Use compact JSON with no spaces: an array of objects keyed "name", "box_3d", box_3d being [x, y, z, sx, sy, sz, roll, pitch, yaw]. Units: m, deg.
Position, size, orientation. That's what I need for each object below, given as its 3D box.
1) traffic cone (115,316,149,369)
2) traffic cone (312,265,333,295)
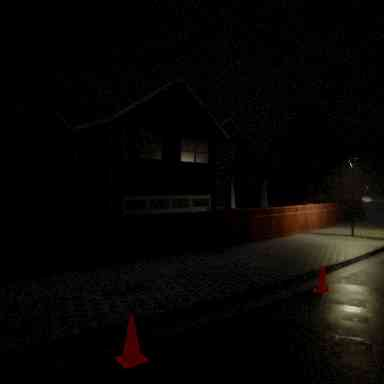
[{"name":"traffic cone","box_3d":[-0.808,1.955,4.443,0.340,0.580,0.340,0,0,-37]},{"name":"traffic cone","box_3d":[2.949,1.955,7.503,0.340,0.580,0.340,0,0,-41]}]
